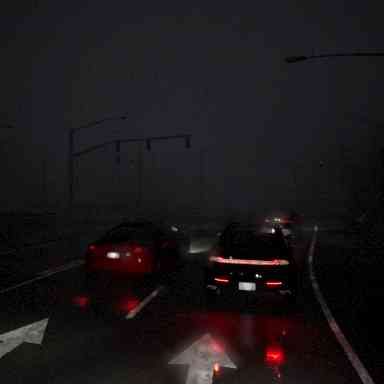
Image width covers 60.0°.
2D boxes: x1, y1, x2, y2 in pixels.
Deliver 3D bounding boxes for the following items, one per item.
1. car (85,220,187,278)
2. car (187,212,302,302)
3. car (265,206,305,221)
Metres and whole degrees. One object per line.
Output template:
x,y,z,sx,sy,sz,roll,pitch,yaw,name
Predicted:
-1.485,1.564,10.322,1.994,1.385,4.181,0,0,14,car
1.558,1.492,8.371,2.128,1.511,4.902,0,0,13,car
4.636,1.505,17.249,1.837,1.490,4.892,0,0,21,car
